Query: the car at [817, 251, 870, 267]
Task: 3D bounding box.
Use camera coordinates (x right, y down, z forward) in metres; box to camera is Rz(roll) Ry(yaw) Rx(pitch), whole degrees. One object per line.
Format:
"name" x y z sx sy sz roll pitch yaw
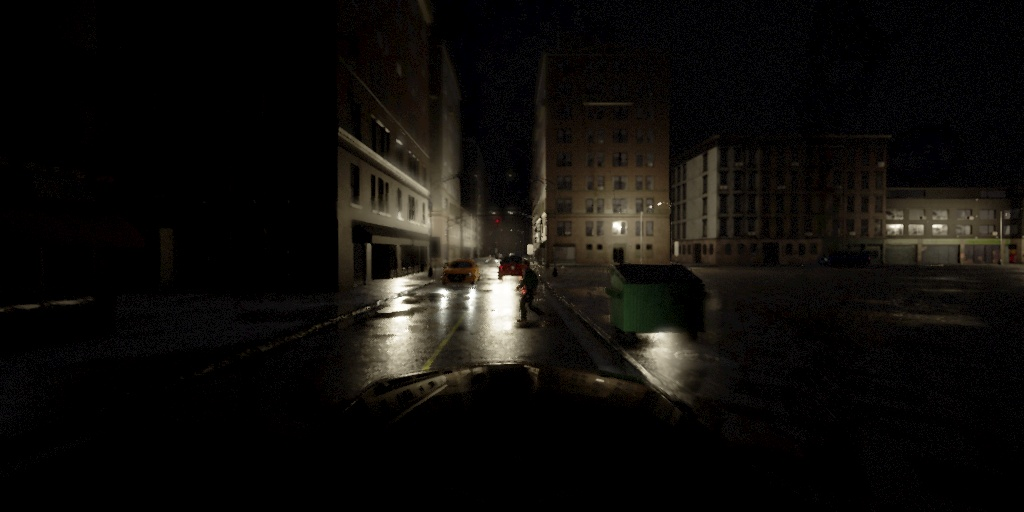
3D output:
"car" 42.731 0.405 46.199 5.566 2.045 2.150 0 1 0

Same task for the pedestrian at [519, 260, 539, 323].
"pedestrian" 0.473 0.936 10.080 0.375 1.860 0.375 0 1 -5

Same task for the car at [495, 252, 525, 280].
"car" 0.069 0.781 26.618 2.097 1.767 4.553 0 1 0

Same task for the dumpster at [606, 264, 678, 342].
"dumpster" 3.134 1.052 8.956 1.020 1.700 1.940 0 0 0

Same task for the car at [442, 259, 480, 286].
"car" -3.091 0.960 22.441 1.882 1.535 5.008 0 1 0

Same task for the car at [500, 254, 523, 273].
"car" -0.130 0.654 36.348 2.097 1.767 4.553 0 1 -3
